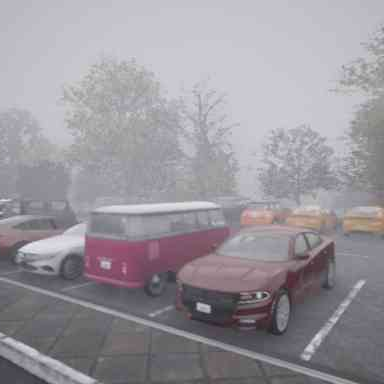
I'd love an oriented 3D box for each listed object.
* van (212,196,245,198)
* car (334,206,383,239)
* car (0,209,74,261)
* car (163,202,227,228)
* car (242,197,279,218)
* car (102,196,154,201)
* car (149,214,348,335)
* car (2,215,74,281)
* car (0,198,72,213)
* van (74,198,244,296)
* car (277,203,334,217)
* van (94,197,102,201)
[{"bbox_3d":[2.678,1.305,22.561,1.878,1.987,4.442,0,0,36],"label":"van"},{"bbox_3d":[9.372,1.492,17.632,2.097,1.535,5.008,0,0,36],"label":"car"},{"bbox_3d":[-5.138,1.562,11.962,2.163,1.488,4.792,0,0,36],"label":"car"},{"bbox_3d":[0.352,1.545,24.070,2.231,1.521,4.892,0,0,36],"label":"car"},{"bbox_3d":[4.846,1.393,20.831,2.185,1.767,4.553,0,0,36],"label":"car"},{"bbox_3d":[-4.135,1.326,27.315,2.435,2.045,5.566,-1,0,36],"label":"car"},{"bbox_3d":[1.626,1.494,7.104,2.097,1.535,5.008,0,0,36],"label":"car"},{"bbox_3d":[-2.894,1.560,10.328,2.002,1.452,4.674,0,0,36],"label":"car"},{"bbox_3d":[-7.432,1.294,13.529,2.435,2.045,5.566,0,0,36],"label":"car"},{"bbox_3d":[-0.570,1.281,8.808,1.878,1.987,4.442,0,0,36],"label":"van"},{"bbox_3d":[7.015,1.506,19.315,2.097,1.535,5.008,0,0,36],"label":"car"},{"bbox_3d":[-6.436,1.382,29.069,1.878,1.987,4.442,-1,0,36],"label":"van"}]
